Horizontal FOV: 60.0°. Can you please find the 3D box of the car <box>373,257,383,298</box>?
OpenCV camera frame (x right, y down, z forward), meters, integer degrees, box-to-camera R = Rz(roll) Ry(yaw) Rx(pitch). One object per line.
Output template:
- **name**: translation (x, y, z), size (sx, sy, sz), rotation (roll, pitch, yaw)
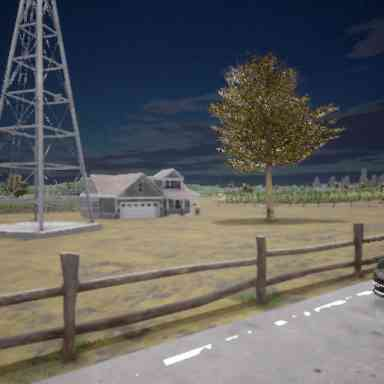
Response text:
- **car**: translation (5.829, 1.523, 7.241), size (4.892, 1.490, 1.837), rotation (1, 0, -36)
